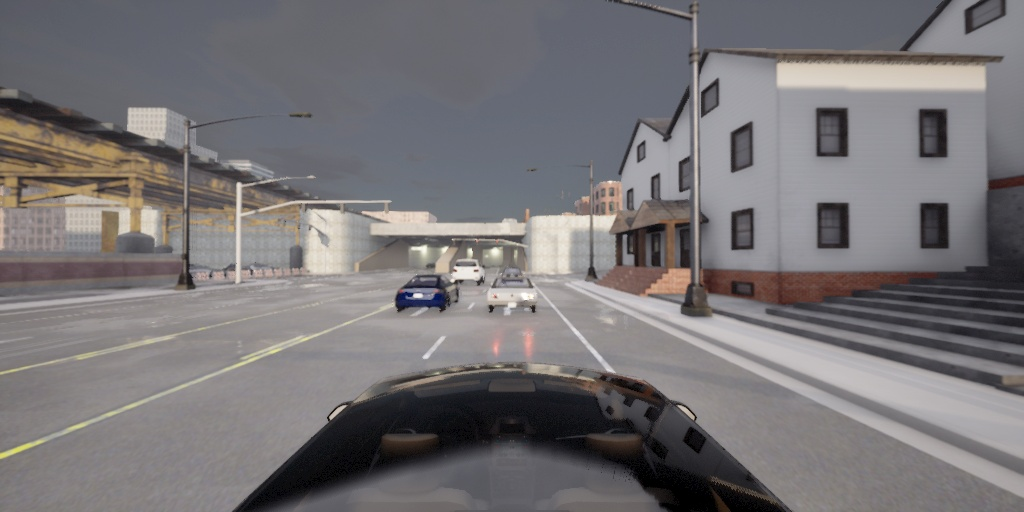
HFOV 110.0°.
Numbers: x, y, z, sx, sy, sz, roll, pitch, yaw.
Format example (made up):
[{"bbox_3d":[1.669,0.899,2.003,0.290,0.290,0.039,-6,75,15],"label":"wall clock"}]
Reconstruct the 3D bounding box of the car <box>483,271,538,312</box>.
[{"bbox_3d":[0.021,1.500,15.079,1.895,1.301,4.718,0,-1,0],"label":"car"}]

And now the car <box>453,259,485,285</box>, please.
[{"bbox_3d":[-3.478,1.296,29.423,2.150,2.045,5.566,0,-1,0],"label":"car"}]

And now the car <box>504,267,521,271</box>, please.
[{"bbox_3d":[0.042,1.625,29.381,2.033,1.411,5.357,0,-1,1],"label":"car"}]

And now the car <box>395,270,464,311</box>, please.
[{"bbox_3d":[-3.476,1.466,15.345,1.994,1.385,4.181,0,-1,0],"label":"car"}]
